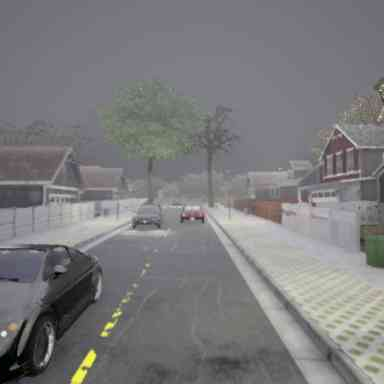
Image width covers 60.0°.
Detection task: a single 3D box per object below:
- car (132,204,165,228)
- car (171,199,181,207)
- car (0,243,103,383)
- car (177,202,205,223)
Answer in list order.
[{"bbox_3d":[-2.888,1.588,22.748,1.837,1.490,4.892,0,0,0],"label":"car"},{"bbox_3d":[-2.881,2.123,64.080,1.994,1.385,4.181,0,-1,0],"label":"car"},{"bbox_3d":[-2.855,1.576,5.426,1.994,1.385,4.181,0,0,-1],"label":"car"},{"bbox_3d":[0.037,1.706,26.531,1.895,1.301,4.718,0,0,0],"label":"car"}]
